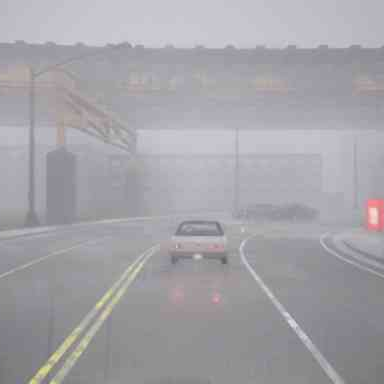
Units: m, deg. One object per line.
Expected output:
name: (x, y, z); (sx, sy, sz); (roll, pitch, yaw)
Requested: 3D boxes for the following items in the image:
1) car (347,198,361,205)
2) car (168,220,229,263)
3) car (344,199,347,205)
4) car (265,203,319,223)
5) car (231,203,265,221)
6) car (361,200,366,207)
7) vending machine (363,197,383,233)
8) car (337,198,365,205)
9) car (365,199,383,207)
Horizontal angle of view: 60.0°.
car: (33.887, 1.843, 70.791); (1.853, 1.218, 4.536); (0, -1, -34)
car: (0.332, 1.698, 12.342); (1.895, 1.301, 4.718); (0, 0, 4)
car: (29.850, 1.996, 70.094); (4.974, 1.542, 2.038); (0, -1, -39)
car: (8.576, 1.691, 27.474); (5.008, 1.535, 1.882); (0, -1, -39)
car: (5.608, 1.735, 29.615); (4.892, 1.490, 1.837); (0, -1, -37)
car: (29.376, 1.850, 51.236); (2.038, 1.542, 4.974); (0, -1, -29)
vending machine: (11.024, 1.351, 19.994); (1.100, 2.100, 0.880); (0, -1, 42)
car: (33.858, 2.001, 70.833); (2.038, 1.542, 4.974); (0, -1, -34)
car: (29.351, 1.692, 51.283); (1.853, 1.218, 4.536); (0, -1, -29)
